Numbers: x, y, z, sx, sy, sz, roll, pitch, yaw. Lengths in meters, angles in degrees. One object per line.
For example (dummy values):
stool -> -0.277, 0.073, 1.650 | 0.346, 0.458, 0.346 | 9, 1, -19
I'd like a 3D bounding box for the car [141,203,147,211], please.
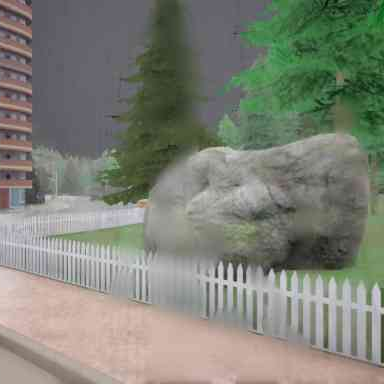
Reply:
car -> -4.836, 1.422, 39.792 | 1.882, 1.535, 5.008 | 0, 0, 3
